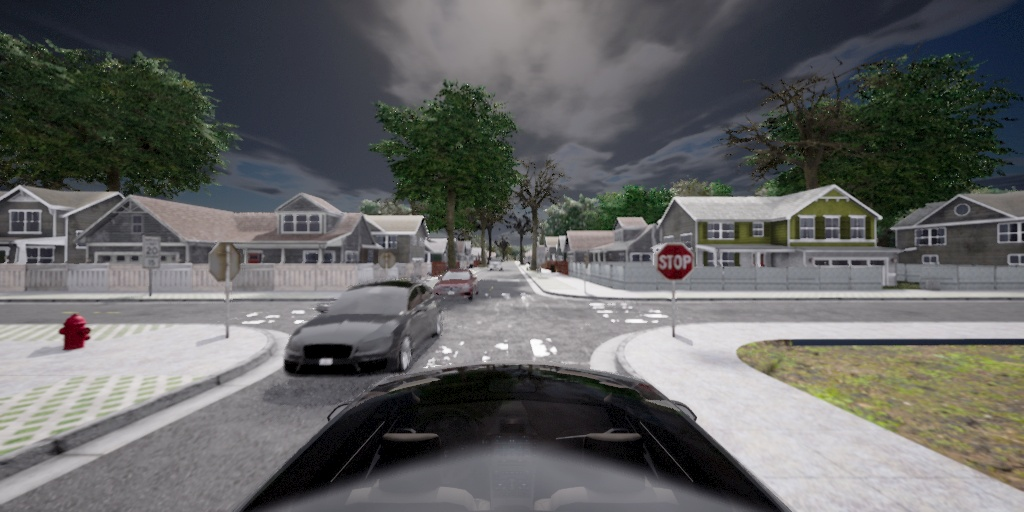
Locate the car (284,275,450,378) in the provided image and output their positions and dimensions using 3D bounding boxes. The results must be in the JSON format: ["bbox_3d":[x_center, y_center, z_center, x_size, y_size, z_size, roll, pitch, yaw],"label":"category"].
[{"bbox_3d":[-2.751,1.332,7.733,1.837,1.490,4.892,0,0,0],"label":"car"}]

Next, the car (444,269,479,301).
[{"bbox_3d":[-2.748,1.427,18.537,1.812,1.442,4.674,0,0,0],"label":"car"}]

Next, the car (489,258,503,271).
[{"bbox_3d":[-2.749,1.417,61.263,2.150,2.045,5.566,0,0,0],"label":"car"}]
